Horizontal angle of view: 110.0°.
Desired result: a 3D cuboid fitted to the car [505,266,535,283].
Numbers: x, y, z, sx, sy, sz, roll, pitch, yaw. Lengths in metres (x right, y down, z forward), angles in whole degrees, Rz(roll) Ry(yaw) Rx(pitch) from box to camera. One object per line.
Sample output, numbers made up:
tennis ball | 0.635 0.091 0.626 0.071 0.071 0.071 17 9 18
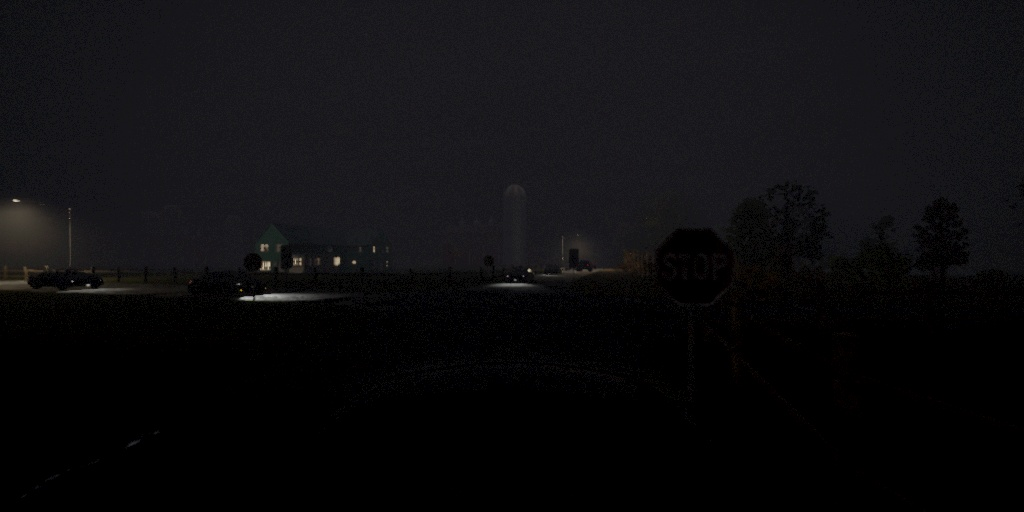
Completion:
car | 0.858 1.664 32.823 2.033 1.411 5.357 0 -1 13

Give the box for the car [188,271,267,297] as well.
car | -16.495 1.562 20.824 4.181 1.385 1.994 0 0 16

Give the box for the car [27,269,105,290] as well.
car | -31.661 1.623 25.413 5.357 1.411 2.033 0 0 17

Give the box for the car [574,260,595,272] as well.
car | 12.802 1.721 62.843 2.150 2.045 5.566 0 -1 18

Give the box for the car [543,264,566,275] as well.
car | 5.697 1.875 50.081 2.033 1.411 5.357 0 -1 18
